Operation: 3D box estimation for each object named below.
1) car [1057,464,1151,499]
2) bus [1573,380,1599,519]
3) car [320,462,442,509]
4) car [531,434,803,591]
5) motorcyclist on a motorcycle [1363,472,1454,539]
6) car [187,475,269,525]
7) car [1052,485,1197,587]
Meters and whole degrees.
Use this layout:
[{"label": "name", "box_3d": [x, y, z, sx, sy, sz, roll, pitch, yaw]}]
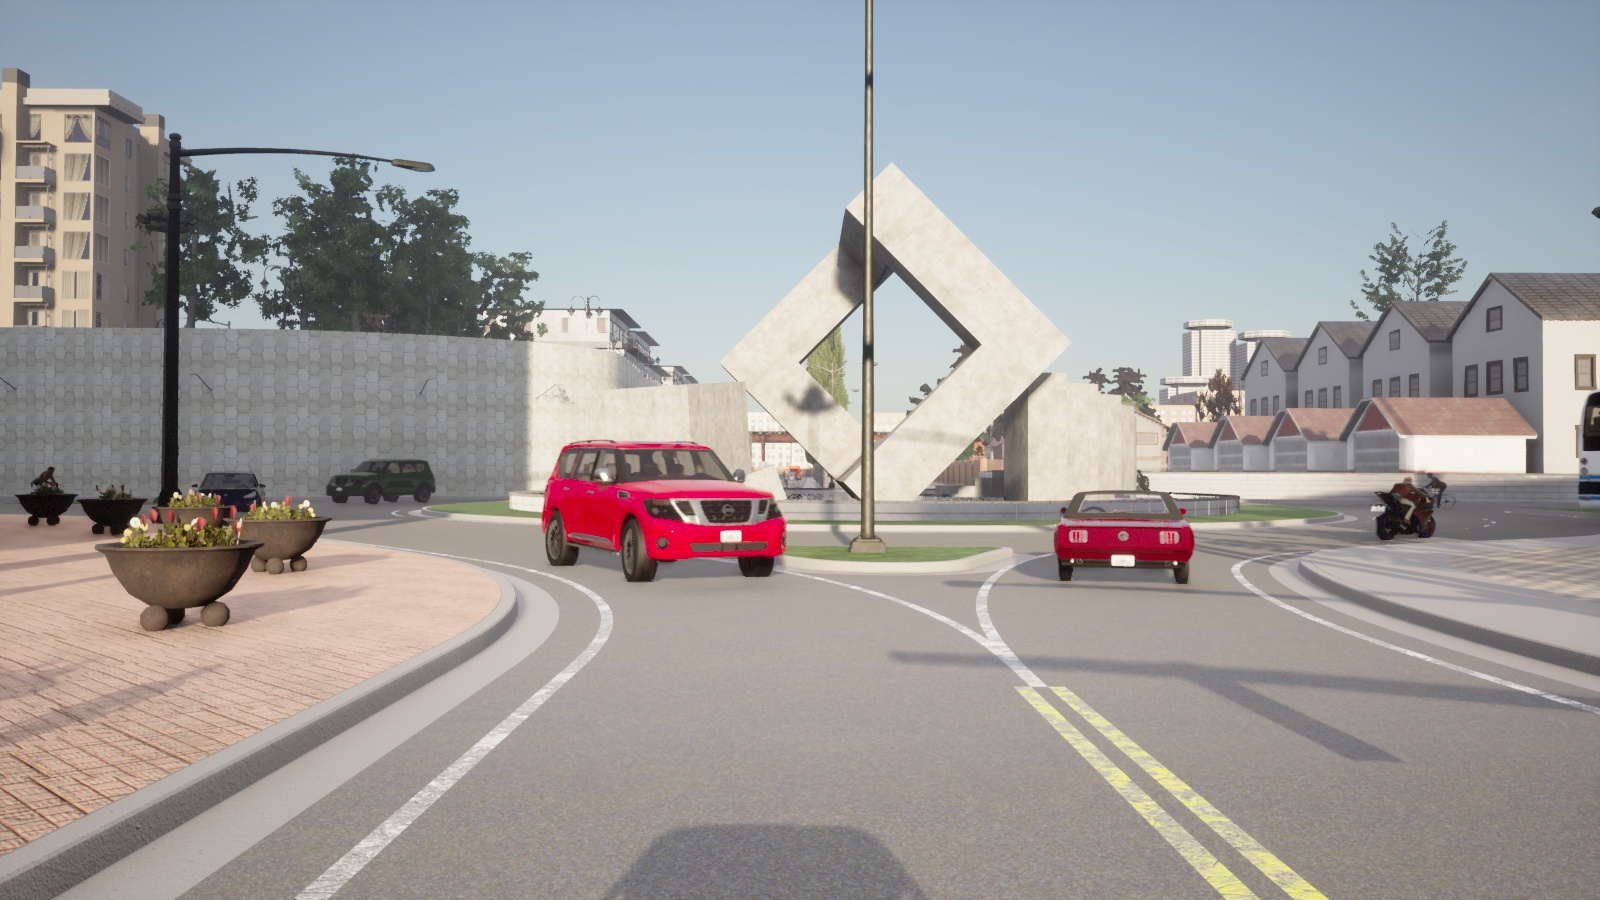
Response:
[{"label": "car", "box_3d": [16.604, 1.716, 68.705, 4.605, 1.855, 1.932, -1, -1, 41]}, {"label": "bus", "box_3d": [29.663, -0.027, 39.009, 10.273, 4.253, 3.944, 0, -1, -19]}, {"label": "car", "box_3d": [-19.122, 1.574, 57.576, 2.150, 2.045, 5.566, -1, -1, 23]}, {"label": "car", "box_3d": [-2.259, 0.867, 19.381, 2.150, 2.045, 5.566, 0, -1, -29]}, {"label": "motorcyclist on a motorcycle", "box_3d": [14.433, 1.291, 29.769, 2.191, 1.530, 0.866, 0, -1, -31]}, {"label": "car", "box_3d": [-18.372, 1.567, 40.515, 2.163, 1.488, 4.792, 0, -1, -21]}, {"label": "car", "box_3d": [4.979, 1.219, 19.324, 1.895, 1.301, 4.718, 0, -1, 14]}]
